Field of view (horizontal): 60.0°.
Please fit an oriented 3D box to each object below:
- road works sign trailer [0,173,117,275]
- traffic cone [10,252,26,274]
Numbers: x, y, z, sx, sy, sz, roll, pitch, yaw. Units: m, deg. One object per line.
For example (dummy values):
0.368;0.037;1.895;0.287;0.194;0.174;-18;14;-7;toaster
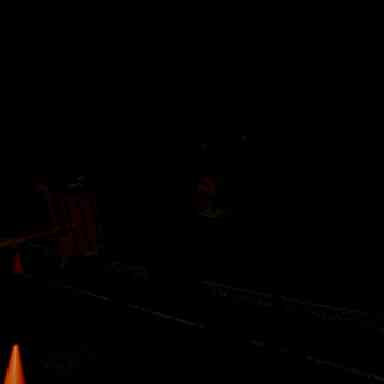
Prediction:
-4.434;0.836;10.154;2.880;2.380;3.560;-16;17;-28;road works sign trailer
-5.050;2.042;9.676;0.340;0.580;0.340;2;-1;-42;traffic cone
